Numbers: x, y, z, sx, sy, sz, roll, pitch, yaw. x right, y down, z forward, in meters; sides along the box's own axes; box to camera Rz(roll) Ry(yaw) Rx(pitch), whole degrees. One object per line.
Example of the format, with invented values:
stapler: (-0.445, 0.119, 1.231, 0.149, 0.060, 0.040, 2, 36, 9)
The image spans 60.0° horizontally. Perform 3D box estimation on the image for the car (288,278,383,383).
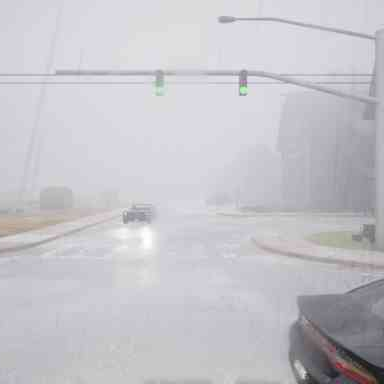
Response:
car: (3.498, 1.501, 3.100, 5.008, 1.535, 1.882, 0, 0, 1)

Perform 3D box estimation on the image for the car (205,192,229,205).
car: (3.930, 0.989, 52.682, 1.905, 1.878, 3.866, -8, 4, -42)

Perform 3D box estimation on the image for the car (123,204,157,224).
car: (-3.686, 1.521, 24.065, 1.895, 1.301, 4.718, 0, 0, 0)
